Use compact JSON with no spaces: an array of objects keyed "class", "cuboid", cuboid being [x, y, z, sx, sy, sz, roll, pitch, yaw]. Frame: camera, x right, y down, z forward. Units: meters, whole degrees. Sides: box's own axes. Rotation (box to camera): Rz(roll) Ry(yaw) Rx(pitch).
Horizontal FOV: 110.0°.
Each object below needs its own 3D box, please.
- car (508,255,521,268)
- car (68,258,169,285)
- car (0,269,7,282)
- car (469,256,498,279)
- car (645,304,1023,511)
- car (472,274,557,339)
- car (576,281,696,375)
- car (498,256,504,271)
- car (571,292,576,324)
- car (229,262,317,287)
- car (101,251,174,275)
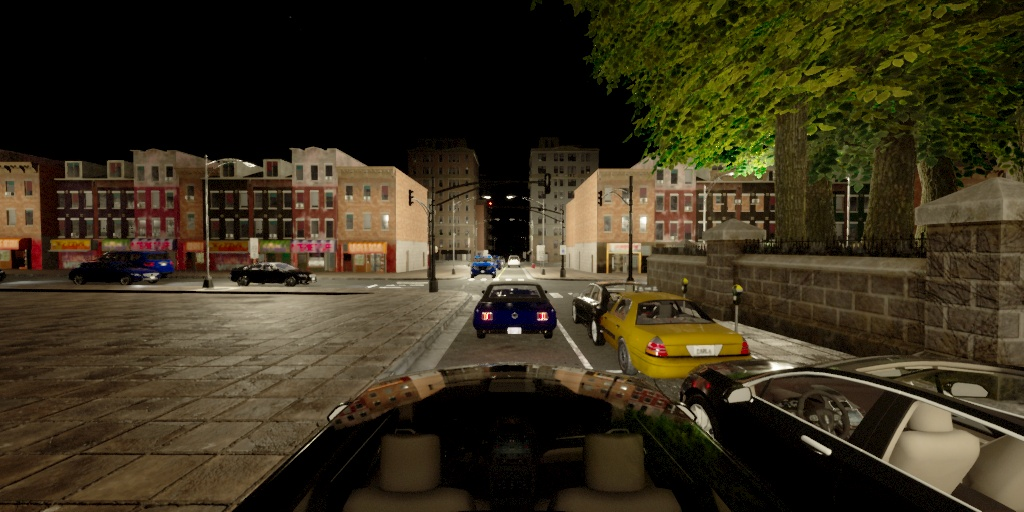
[{"class":"car","cuboid":[0.379,1.009,63.734,2.150,2.045,5.566,0,0,0]},{"class":"car","cuboid":[-25.140,1.083,22.740,4.674,1.442,1.812,1,1,0]},{"class":"car","cuboid":[-35.283,0.969,22.768,4.674,1.442,1.812,1,1,1]},{"class":"car","cuboid":[-2.608,0.974,32.623,2.150,2.045,5.566,0,0,-4]},{"class":"car","cuboid":[2.637,1.300,2.127,2.007,1.370,4.403,0,0,0]},{"class":"car","cuboid":[0.072,1.349,10.066,1.895,1.301,4.718,0,0,0]},{"class":"car","cuboid":[2.684,1.274,7.289,1.751,1.417,4.829,0,0,0]},{"class":"car","cuboid":[-2.658,0.997,50.947,2.150,2.045,5.566,0,0,1]},{"class":"car","cuboid":[2.658,1.298,9.262,2.007,1.370,4.403,0,0,0]},{"class":"car","cuboid":[-15.035,1.160,22.721,4.902,1.511,2.128,1,1,0]},{"class":"car","cuboid":[-27.599,0.687,25.669,5.566,2.045,2.150,1,1,0]}]
